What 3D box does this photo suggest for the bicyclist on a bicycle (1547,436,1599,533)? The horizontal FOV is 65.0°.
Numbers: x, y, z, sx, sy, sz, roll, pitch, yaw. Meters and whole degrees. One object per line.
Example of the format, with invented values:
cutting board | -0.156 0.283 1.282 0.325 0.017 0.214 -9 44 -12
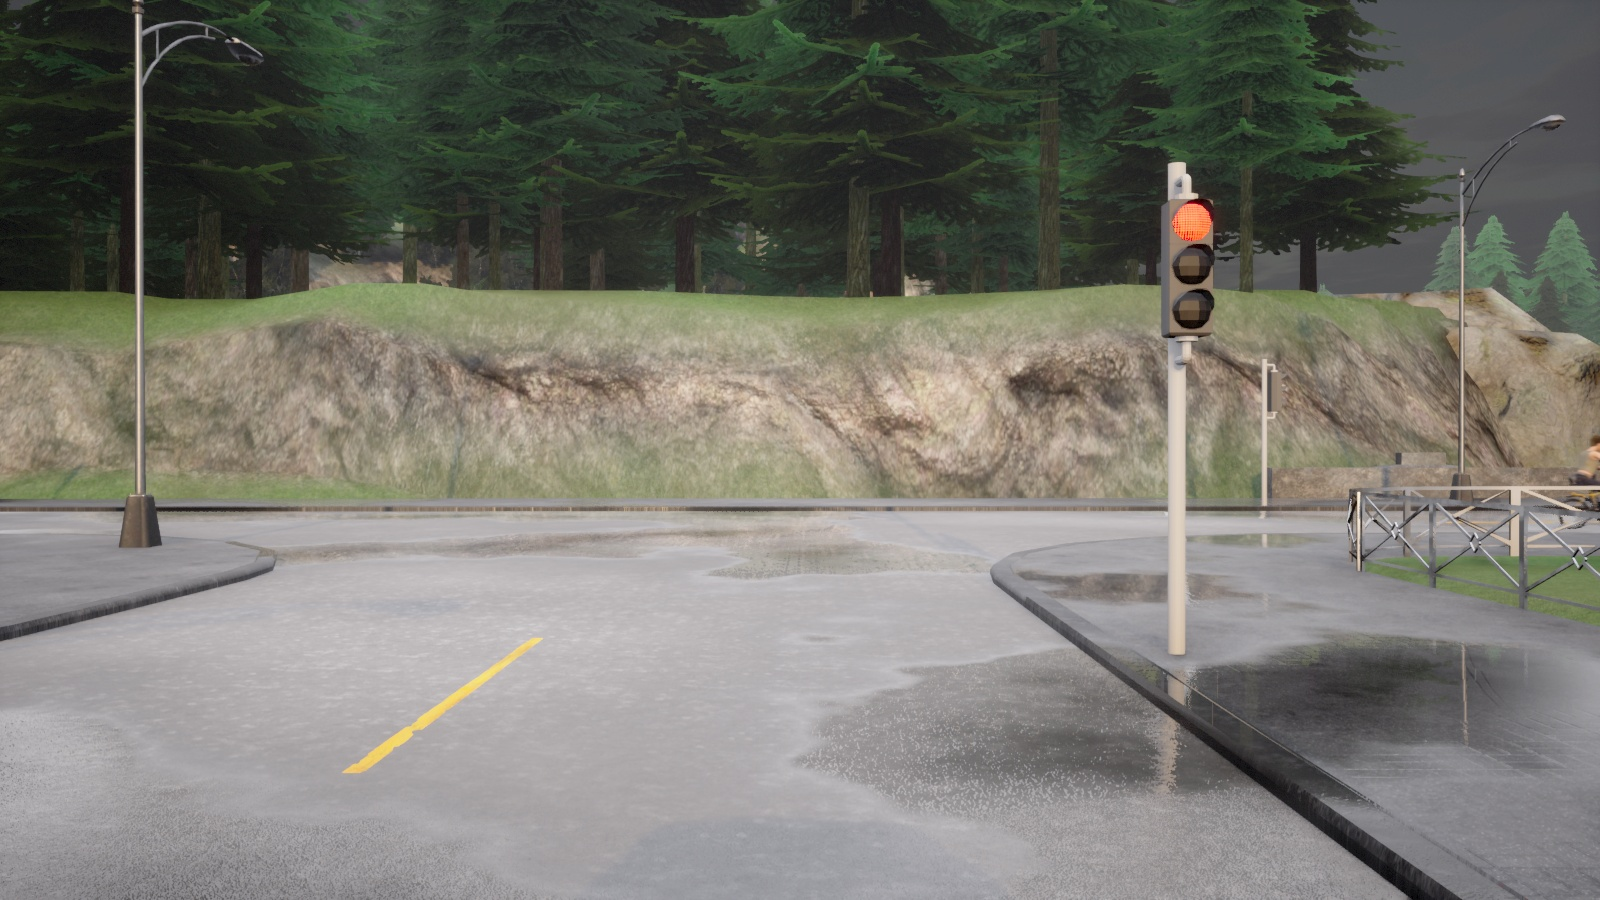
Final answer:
bicyclist on a bicycle | 13.698 0.574 21.323 1.509 1.612 0.866 0 0 0
